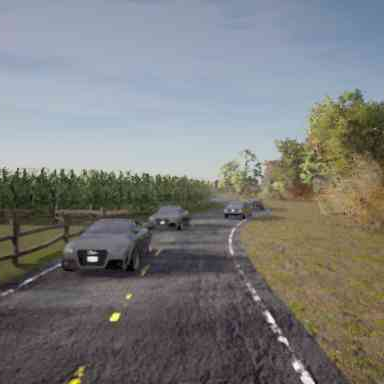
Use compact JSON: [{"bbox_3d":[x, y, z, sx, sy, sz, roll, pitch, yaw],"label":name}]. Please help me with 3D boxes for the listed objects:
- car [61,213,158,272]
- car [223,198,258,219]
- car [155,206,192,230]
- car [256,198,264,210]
[{"bbox_3d":[-2.506,1.565,10.685,1.994,1.385,4.181,0,0,3],"label":"car"},{"bbox_3d":[4.175,1.557,29.551,2.033,1.411,5.357,0,0,20],"label":"car"},{"bbox_3d":[-1.305,1.562,20.973,1.994,1.385,4.181,0,0,11],"label":"car"},{"bbox_3d":[8.443,1.518,44.076,1.837,1.490,4.892,0,1,12],"label":"car"}]
